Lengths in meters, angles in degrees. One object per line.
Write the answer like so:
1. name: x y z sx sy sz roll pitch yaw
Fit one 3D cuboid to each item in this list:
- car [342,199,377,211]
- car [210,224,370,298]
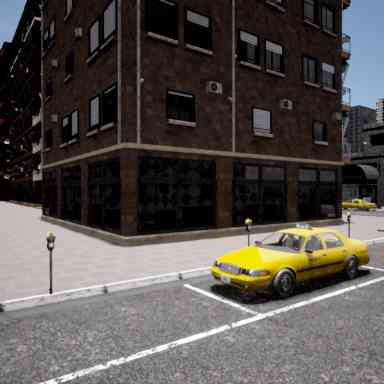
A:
1. car: 19.322 1.469 39.712 1.752 1.417 4.829 0 0 -35
2. car: 2.671 1.525 8.478 4.829 1.417 1.752 0 0 -36
